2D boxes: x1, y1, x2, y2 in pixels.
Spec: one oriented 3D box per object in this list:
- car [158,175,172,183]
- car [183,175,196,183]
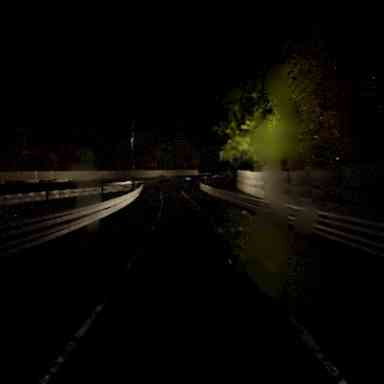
[{"bbox_3d":[-7.151,-3.250,92.986,1.994,1.385,4.181,1,4,21],"label":"car"},{"bbox_3d":[-0.443,-3.163,90.935,2.033,1.411,5.357,1,4,21],"label":"car"}]
